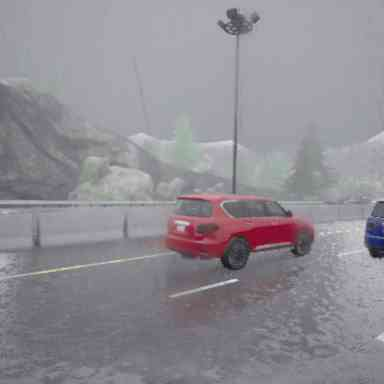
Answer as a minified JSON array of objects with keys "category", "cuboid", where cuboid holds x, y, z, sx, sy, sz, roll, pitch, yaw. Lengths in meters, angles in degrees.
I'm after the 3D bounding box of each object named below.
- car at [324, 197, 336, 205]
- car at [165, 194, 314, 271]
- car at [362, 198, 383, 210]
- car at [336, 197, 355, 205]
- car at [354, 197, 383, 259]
[{"category":"car","cuboid":[22.169,1.415,49.431,5.357,1.411,2.033,1,1,-26]},{"category":"car","cuboid":[1.732,1.111,10.761,5.566,2.045,2.150,1,1,-41]},{"category":"car","cuboid":[24.197,1.531,42.613,4.674,1.442,1.812,1,1,-27]},{"category":"car","cuboid":[22.826,1.423,45.842,4.902,1.511,2.128,1,1,-26]},{"category":"car","cuboid":[8.071,1.253,11.470,5.566,2.045,2.150,1,1,-39]}]
